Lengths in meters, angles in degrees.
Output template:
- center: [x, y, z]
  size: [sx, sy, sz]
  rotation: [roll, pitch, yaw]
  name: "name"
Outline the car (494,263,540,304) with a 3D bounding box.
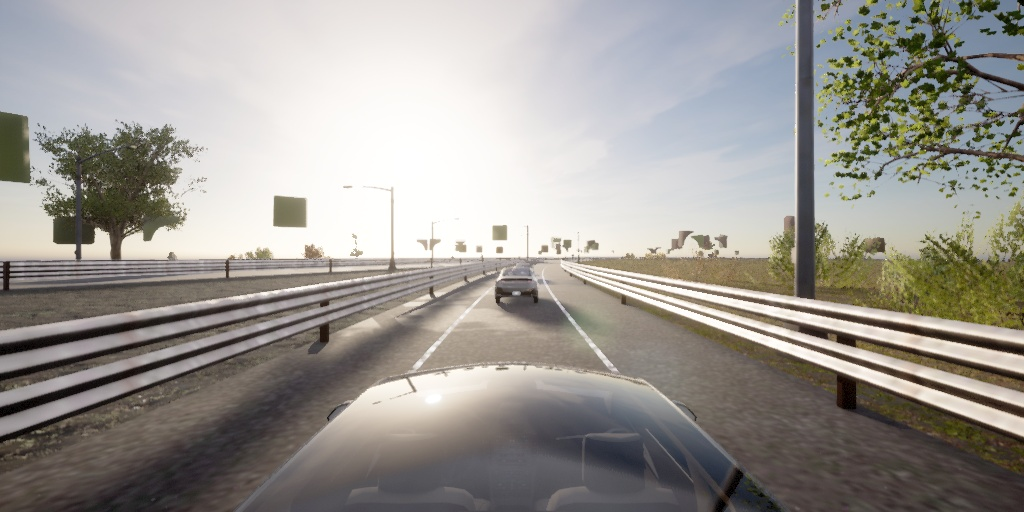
- center: [0.249, 1.246, 16.431]
  size: [2.128, 1.511, 4.902]
  rotation: [0, 0, 2]
  name: "car"
